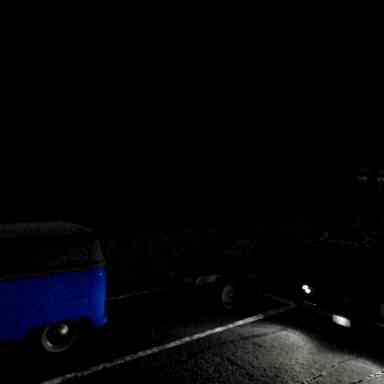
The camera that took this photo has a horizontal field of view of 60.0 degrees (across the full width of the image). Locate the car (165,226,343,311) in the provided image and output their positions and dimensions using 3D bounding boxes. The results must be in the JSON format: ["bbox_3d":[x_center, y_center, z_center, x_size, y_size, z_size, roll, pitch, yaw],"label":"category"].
[{"bbox_3d":[1.401,1.571,7.657,4.206,1.307,1.802,0,0,-36],"label":"car"}]

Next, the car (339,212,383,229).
[{"bbox_3d":[5.956,1.418,10.918,4.097,1.590,1.967,0,0,-36],"label":"car"}]

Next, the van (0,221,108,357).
[{"bbox_3d":[-3.153,1.341,4.396,3.998,1.788,1.690,0,0,-36],"label":"van"}]

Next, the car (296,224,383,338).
[{"bbox_3d":[4.398,1.533,6.533,5.357,1.411,2.033,0,0,-36],"label":"car"}]
